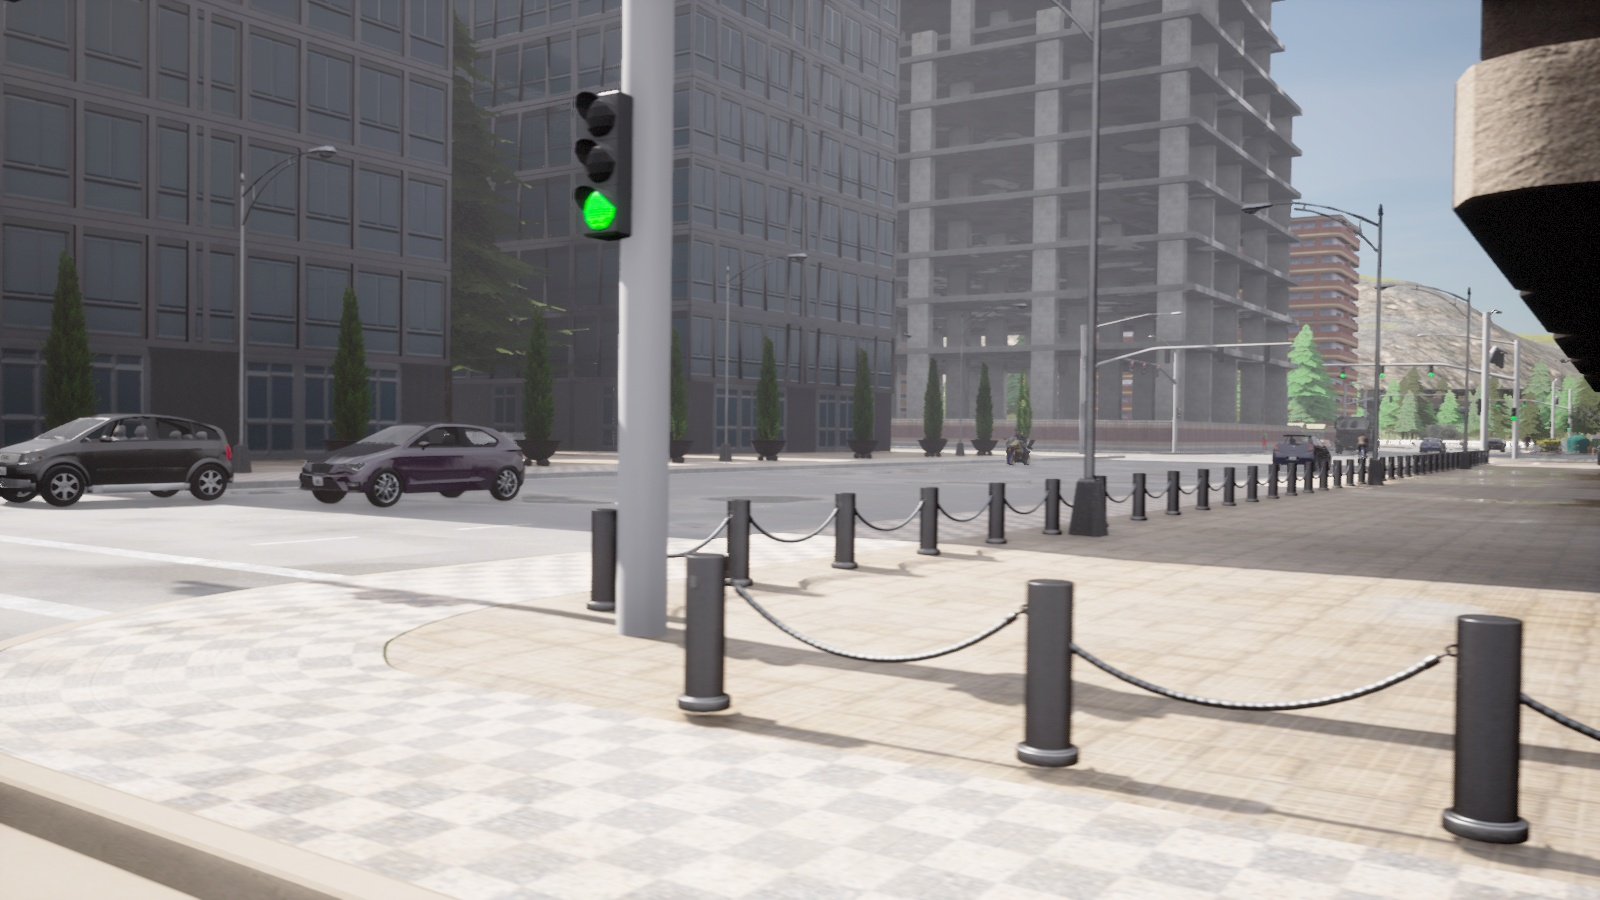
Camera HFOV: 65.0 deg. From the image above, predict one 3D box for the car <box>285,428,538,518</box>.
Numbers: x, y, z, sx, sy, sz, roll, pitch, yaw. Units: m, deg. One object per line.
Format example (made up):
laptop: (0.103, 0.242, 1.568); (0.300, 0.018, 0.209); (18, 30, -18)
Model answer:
car: (-6.976, 0.346, 22.963); (1.816, 1.474, 4.193); (0, 1, 34)

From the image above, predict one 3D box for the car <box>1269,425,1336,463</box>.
car: (20.634, -0.256, 51.490); (1.845, 1.501, 3.633); (0, 1, 34)

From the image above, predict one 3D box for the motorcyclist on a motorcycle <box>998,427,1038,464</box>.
motorcyclist on a motorcycle: (9.294, -0.213, 53.438); (0.866, 1.530, 2.191); (0, 1, 34)

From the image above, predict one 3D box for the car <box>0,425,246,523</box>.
car: (-11.910, 0.352, 21.896); (1.789, 1.549, 3.705); (0, 1, 34)
